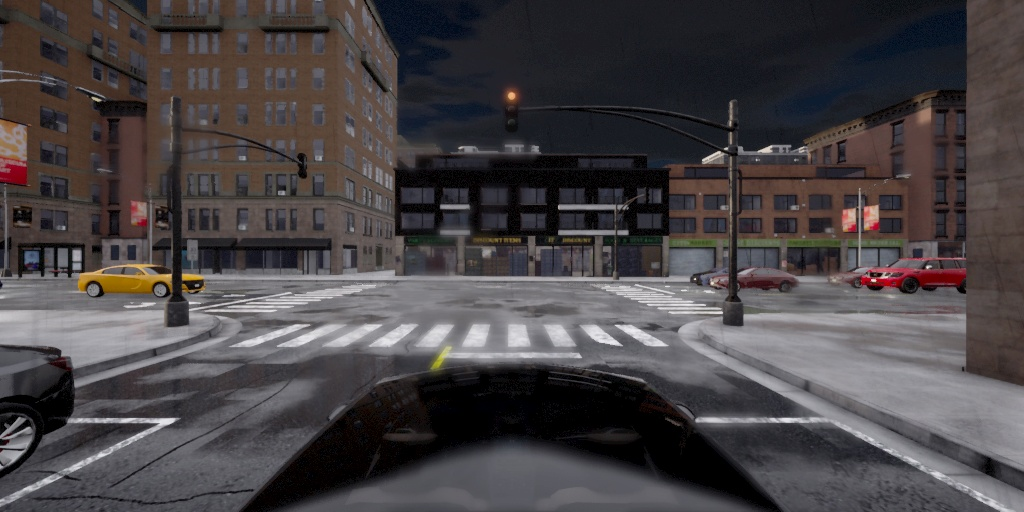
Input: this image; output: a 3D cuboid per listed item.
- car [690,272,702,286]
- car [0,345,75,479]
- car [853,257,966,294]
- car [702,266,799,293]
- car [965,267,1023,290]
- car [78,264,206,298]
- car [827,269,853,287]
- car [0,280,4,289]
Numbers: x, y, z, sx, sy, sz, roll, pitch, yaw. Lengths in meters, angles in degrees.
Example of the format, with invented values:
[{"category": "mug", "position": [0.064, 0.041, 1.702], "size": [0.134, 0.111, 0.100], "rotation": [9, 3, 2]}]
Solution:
[{"category": "car", "position": [14.398, 1.394, 24.260], "size": [4.181, 1.385, 1.994], "rotation": [0, 0, 0]}, {"category": "car", "position": [-5.387, 1.316, 1.910], "size": [1.948, 1.339, 4.313], "rotation": [0, 0, 0]}, {"category": "car", "position": [23.999, 1.102, 21.043], "size": [5.566, 2.045, 2.150], "rotation": [0, 0, 0]}, {"category": "car", "position": [14.100, 1.354, 21.008], "size": [4.674, 1.442, 1.812], "rotation": [0, 0, 1]}, {"category": "car", "position": [34.121, 1.498, 24.352], "size": [4.181, 1.385, 1.994], "rotation": [0, 0, 0]}, {"category": "car", "position": [-17.787, 1.149, 17.396], "size": [5.008, 1.535, 1.882], "rotation": [0, 0, 0]}, {"category": "car", "position": [24.167, 1.407, 24.298], "size": [4.674, 1.442, 1.812], "rotation": [0, 0, 0]}, {"category": "car", "position": [-27.853, 1.150, 17.346], "size": [4.674, 1.442, 1.812], "rotation": [0, 0, 0]}]
